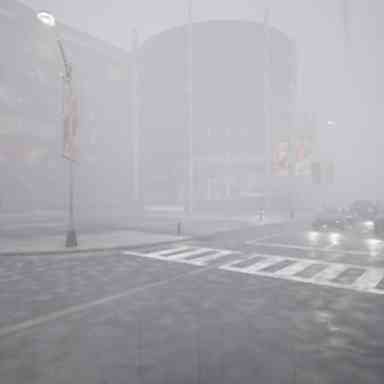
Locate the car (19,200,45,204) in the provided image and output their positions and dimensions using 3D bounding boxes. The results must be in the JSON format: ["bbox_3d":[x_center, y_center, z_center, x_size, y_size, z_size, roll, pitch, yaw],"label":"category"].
[{"bbox_3d":[-22.003,1.777,44.650,4.674,1.452,2.002,-1,0,38],"label":"car"}]

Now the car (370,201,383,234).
[{"bbox_3d":[11.697,1.522,18.888,1.882,1.535,5.008,-1,0,36],"label":"car"}]

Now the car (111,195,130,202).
[{"bbox_3d":[-16.129,1.630,72.929,5.566,2.045,2.435,-1,0,38],"label":"car"}]

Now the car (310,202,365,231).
[{"bbox_3d":[9.432,1.626,21.670,2.033,1.411,5.357,-1,0,38],"label":"car"}]

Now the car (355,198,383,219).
[{"bbox_3d":[14.995,1.439,29.017,2.097,1.767,4.553,-1,0,36],"label":"car"}]
